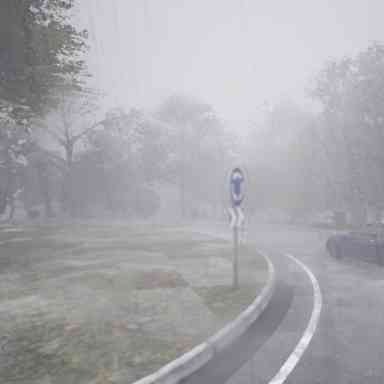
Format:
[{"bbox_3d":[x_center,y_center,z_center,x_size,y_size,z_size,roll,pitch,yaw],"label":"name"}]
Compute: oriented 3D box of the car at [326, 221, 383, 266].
[{"bbox_3d":[6.088,1.587,10.179,1.812,1.442,4.674,-1,0,-12],"label":"car"}]
